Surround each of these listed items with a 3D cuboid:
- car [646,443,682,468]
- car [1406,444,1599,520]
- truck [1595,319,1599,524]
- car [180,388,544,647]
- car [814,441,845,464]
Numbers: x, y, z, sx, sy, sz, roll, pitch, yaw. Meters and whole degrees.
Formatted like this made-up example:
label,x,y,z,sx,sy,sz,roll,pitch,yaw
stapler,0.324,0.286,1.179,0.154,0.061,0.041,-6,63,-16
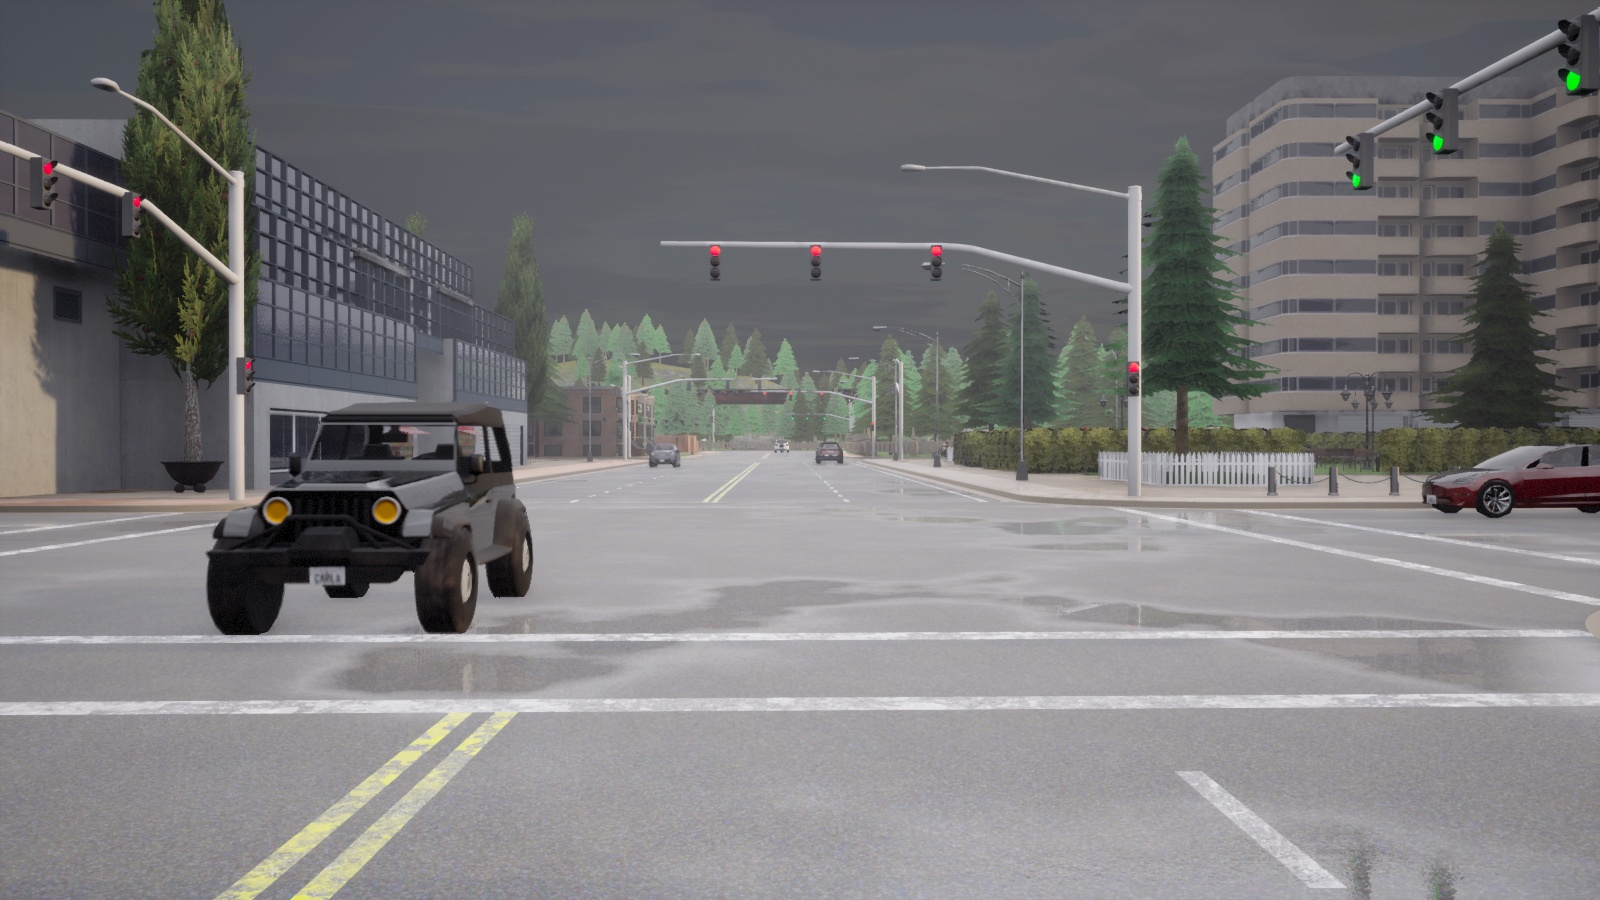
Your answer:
label,x,y,z,sx,sy,sz,roll,pitch,yaw
car,-8.174,0.326,75.758,1.845,1.501,3.633,0,0,-1
car,15.302,0.614,25.652,4.792,1.488,2.163,0,0,-1
truck,19.204,-0.528,22.210,8.468,3.827,2.891,0,0,-1
car,-3.570,0.477,11.041,1.905,1.878,3.866,0,0,-1
car,2.115,0.165,90.991,2.033,1.649,4.856,0,0,-1
